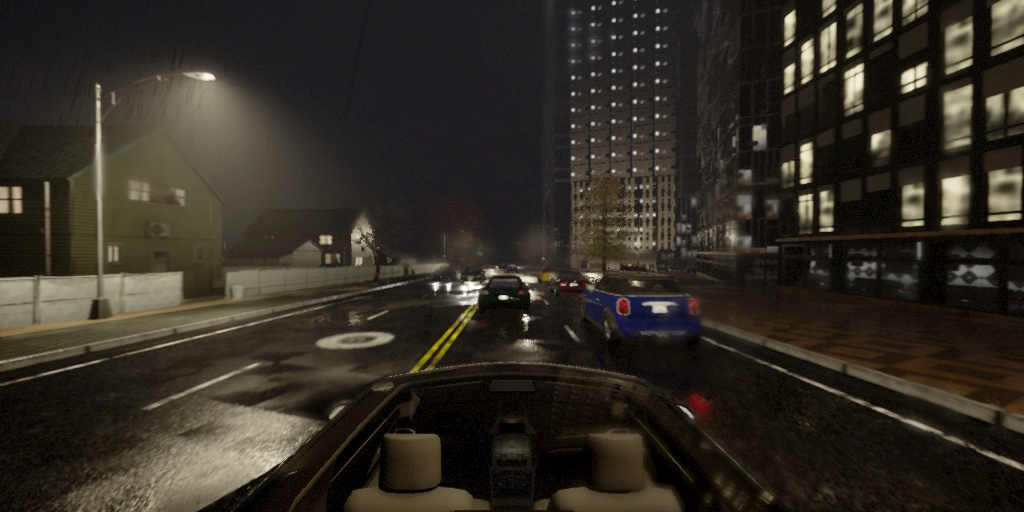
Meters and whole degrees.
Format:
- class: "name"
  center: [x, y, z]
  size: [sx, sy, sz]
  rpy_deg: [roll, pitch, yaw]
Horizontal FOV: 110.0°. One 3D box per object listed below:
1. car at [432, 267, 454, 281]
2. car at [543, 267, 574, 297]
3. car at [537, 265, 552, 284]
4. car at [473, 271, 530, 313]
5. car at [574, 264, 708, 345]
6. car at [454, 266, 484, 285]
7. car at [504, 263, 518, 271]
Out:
- class: "car"
  center: [-6.591, 1.775, 35.549]
  size: [1.994, 1.385, 4.181]
  rpy_deg: [0, -1, 0]
- class: "car"
  center: [3.250, 1.557, 21.039]
  size: [2.033, 1.411, 5.357]
  rpy_deg: [0, -1, 0]
- class: "car"
  center: [3.250, 1.620, 32.233]
  size: [1.801, 1.575, 5.366]
  rpy_deg: [0, -1, 0]
- class: "car"
  center: [-0.247, 1.492, 14.942]
  size: [1.994, 1.385, 4.181]
  rpy_deg: [0, -1, 2]
- class: "car"
  center: [3.251, 1.213, 10.008]
  size: [2.097, 1.767, 4.553]
  rpy_deg: [0, -1, 0]
- class: "car"
  center: [-3.342, 1.641, 31.172]
  size: [2.128, 1.511, 4.902]
  rpy_deg: [0, -1, 0]
- class: "car"
  center: [0.080, 2.127, 61.133]
  size: [2.033, 1.411, 5.357]
  rpy_deg: [0, -1, 0]
